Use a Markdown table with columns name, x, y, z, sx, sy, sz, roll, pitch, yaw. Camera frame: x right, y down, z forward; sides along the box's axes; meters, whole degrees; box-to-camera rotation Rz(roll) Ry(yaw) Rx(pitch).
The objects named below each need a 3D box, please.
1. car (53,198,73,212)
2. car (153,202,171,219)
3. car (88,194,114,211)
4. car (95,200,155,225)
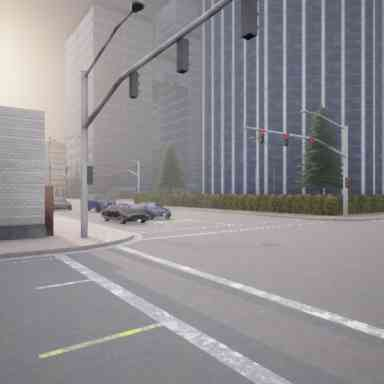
| name | x | y | z | sx | sy | sz | roll | pitch | yaw |
| --- | --- | --- | --- | --- | --- | --- | --- | --- | --- |
| car | -15.926 | 1.562 | 40.261 | 1.837 | 1.490 | 4.892 | 0 | -1 | -35 |
| car | -3.626 | 1.581 | 29.119 | 1.812 | 1.442 | 4.674 | 0 | 0 | -36 |
| car | -10.618 | 1.277 | 38.833 | 2.150 | 2.045 | 5.566 | 0 | 0 | -36 |
| car | -5.218 | 1.603 | 25.304 | 2.033 | 1.411 | 5.357 | 0 | 0 | -36 |
